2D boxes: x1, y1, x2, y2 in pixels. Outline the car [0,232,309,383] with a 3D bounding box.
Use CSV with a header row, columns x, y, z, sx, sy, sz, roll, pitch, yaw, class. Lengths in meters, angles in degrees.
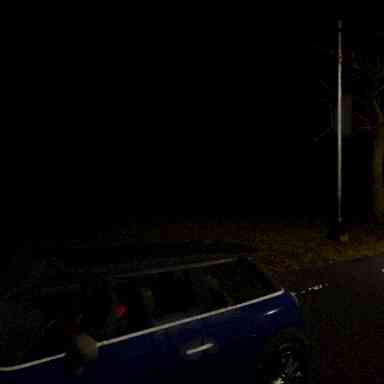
x,y,z,sx,sy,sz,roll,pitch,yaw,class
-0.946,1.370,3.285,4.553,1.767,2.097,1,0,-35,car
